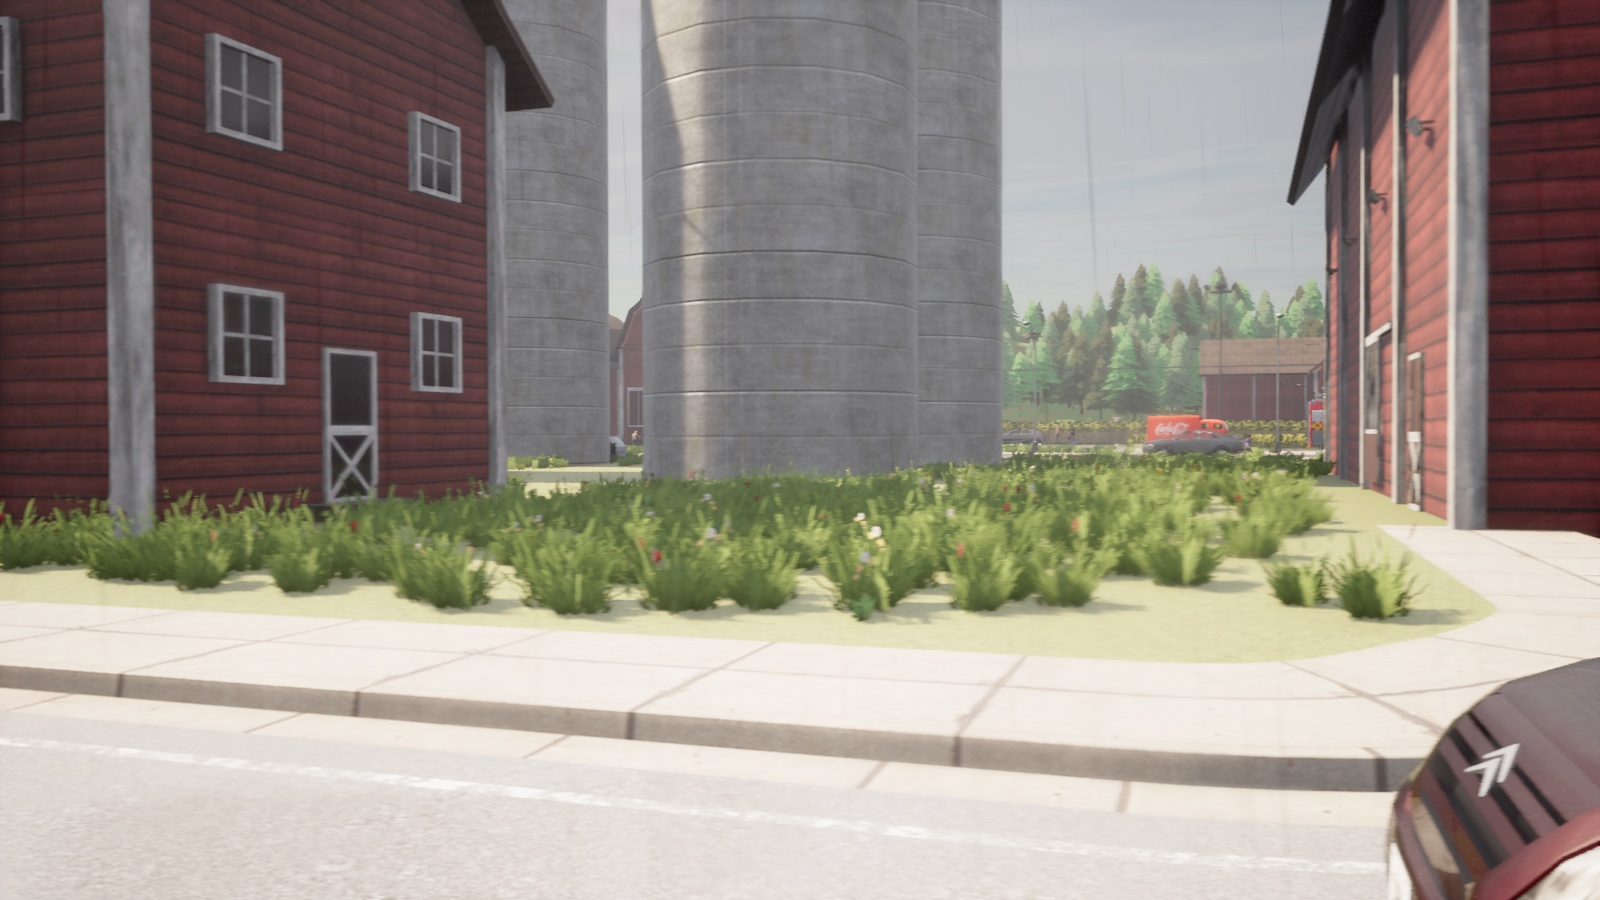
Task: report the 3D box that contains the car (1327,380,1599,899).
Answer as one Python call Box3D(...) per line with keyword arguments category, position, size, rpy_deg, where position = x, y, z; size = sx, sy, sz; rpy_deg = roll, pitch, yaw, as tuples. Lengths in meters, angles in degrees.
Box3D(category="car", position=(3.124, 0.689, 2.134), size=(3.988, 1.617, 1.851), rpy_deg=(0, 1, 19))

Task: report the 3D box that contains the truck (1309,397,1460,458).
Box3D(category="truck", position=(37.371, -1.448, 80.612), size=(8.468, 3.827, 2.891), rpy_deg=(0, 1, 19))

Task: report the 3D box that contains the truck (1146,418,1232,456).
Box3D(category="truck", position=(26.187, -0.875, 84.596), size=(5.204, 2.467, 2.627), rpy_deg=(1, 1, 26))

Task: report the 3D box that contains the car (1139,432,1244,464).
Box3D(category="car", position=(19.629, -0.116, 62.960), size=(4.902, 1.511, 2.128), rpy_deg=(1, 1, 19))
